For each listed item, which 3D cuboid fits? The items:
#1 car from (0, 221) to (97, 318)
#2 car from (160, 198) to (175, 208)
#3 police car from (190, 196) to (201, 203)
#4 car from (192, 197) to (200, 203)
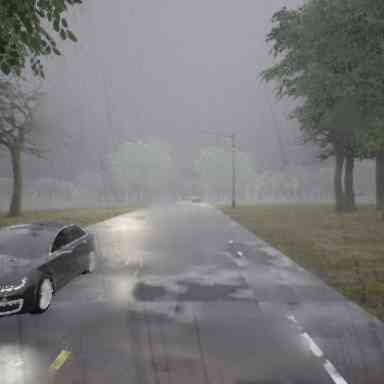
[{"bbox_3d":[-3.601,1.491,7.610,1.837,1.490,4.892,0,0,0],"label":"car"},{"bbox_3d":[-3.588,1.587,49.048,1.812,1.442,4.674,0,0,0],"label":"car"},{"bbox_3d":[1.031,1.849,78.460,1.930,1.638,5.238,0,-1,0],"label":"police car"},{"bbox_3d":[1.029,2.076,88.348,1.837,1.490,4.892,0,-1,0],"label":"car"}]
